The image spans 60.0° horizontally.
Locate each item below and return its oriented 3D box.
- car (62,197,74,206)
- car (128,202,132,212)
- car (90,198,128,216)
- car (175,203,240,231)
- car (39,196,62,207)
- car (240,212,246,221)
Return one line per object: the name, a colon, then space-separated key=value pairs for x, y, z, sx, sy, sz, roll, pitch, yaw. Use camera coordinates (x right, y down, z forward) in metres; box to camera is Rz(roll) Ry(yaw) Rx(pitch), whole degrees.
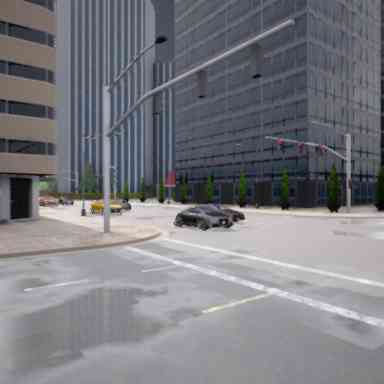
car: x=-21.822 y=1.546 z=57.316 sx=2.128 sy=1.511 sz=4.902 roll=0 pitch=0 yaw=-36
car: x=-8.890 y=1.557 z=39.765 sx=1.837 sy=1.490 sz=4.892 roll=0 pitch=0 yaw=-37
car: x=-8.639 y=1.530 z=33.559 sx=1.882 sy=1.535 sz=5.008 roll=0 pitch=0 yaw=-37
car: x=0.668 y=1.612 z=21.036 sx=1.994 sy=1.385 sz=4.181 roll=0 pitch=0 yaw=-37
car: x=-22.722 y=1.404 z=52.612 sx=2.097 sy=1.767 sz=4.553 roll=0 pitch=0 yaw=-36
car: x=1.639 y=1.600 z=25.905 sx=2.033 sy=1.411 sz=5.357 roll=0 pitch=0 yaw=-40
